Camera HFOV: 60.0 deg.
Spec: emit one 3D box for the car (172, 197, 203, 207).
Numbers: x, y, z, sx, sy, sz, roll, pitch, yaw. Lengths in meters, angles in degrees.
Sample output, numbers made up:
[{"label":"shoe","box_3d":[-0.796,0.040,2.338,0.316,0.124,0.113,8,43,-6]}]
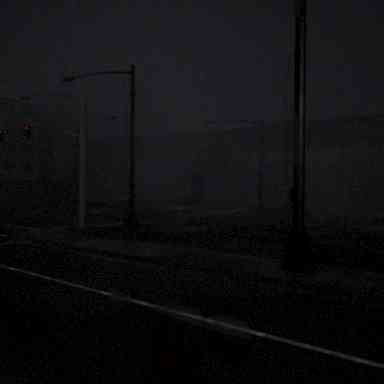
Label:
[{"label":"car","box_3d":[-0.590,1.430,48.749,2.033,1.411,5.357,1,0,39]}]
